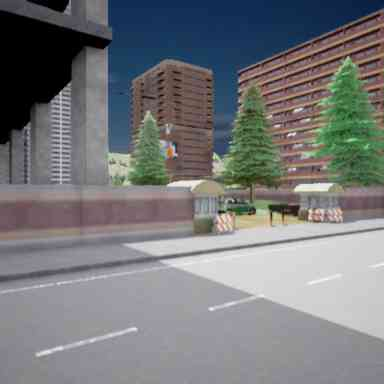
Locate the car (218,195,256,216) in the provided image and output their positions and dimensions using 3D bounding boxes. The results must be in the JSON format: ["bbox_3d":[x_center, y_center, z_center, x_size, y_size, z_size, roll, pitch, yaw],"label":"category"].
[{"bbox_3d":[3.846,1.305,29.559,3.988,1.617,1.851,0,0,-35],"label":"car"}]

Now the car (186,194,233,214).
[{"bbox_3d":[1.814,1.137,33.605,4.605,1.855,1.932,0,0,-35],"label":"car"}]
